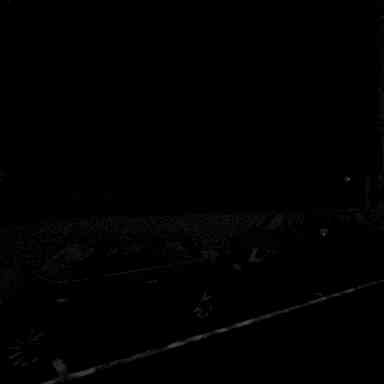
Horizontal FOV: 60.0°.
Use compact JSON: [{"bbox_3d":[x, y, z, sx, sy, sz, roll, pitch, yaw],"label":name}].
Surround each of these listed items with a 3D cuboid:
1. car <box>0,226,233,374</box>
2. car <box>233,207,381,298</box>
[{"bbox_3d":[-1.552,1.449,5.543,4.097,1.590,1.967,0,0,-35],"label":"car"},{"bbox_3d":[3.045,1.350,8.815,5.009,1.841,2.192,0,0,-35],"label":"car"}]
